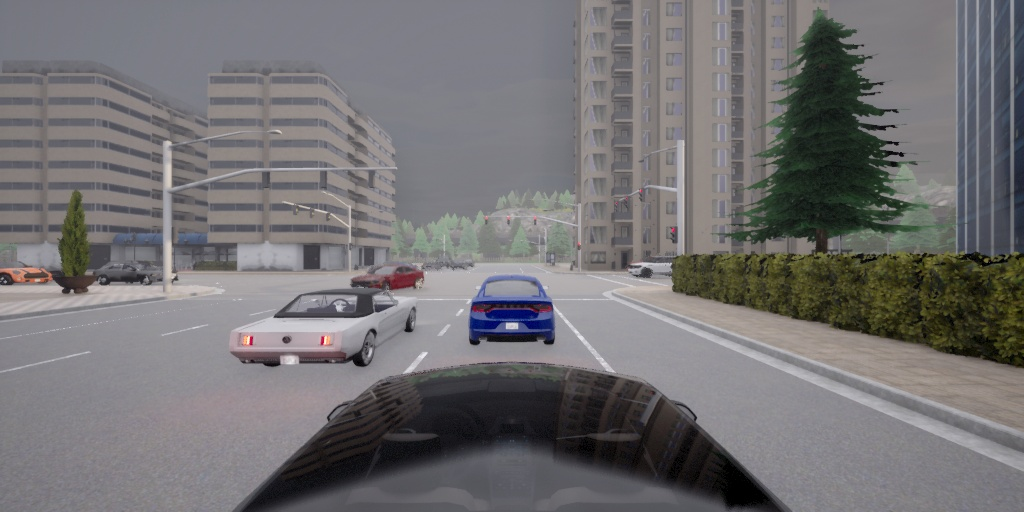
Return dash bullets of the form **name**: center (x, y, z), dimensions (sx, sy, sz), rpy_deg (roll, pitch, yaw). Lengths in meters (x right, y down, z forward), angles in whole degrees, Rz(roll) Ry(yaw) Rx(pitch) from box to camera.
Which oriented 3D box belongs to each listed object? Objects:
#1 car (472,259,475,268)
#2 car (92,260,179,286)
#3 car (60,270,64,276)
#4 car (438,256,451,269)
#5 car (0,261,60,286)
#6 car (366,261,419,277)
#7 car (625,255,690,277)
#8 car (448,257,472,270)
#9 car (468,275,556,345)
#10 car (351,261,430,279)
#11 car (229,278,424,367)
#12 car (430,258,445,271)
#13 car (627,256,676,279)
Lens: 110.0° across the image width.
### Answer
- **car**: center (-7.612, 1.228, 62.643), dimensions (1.882, 1.535, 5.008), rpy_deg (0, 0, 0)
- **car**: center (-25.948, 1.241, 24.810), dimensions (4.902, 1.511, 2.128), rpy_deg (0, 0, 1)
- **car**: center (-38.616, 1.351, 28.346), dimensions (4.718, 1.301, 1.895), rpy_deg (0, 0, 0)
- **car**: center (-11.095, 0.971, 58.766), dimensions (2.150, 2.045, 5.566), rpy_deg (0, 0, 0)
- **car**: center (-35.100, 1.102, 24.839), dimensions (4.553, 1.767, 2.097), rpy_deg (0, 0, 0)
- **car**: center (-11.742, 1.275, 35.519), dimensions (4.674, 1.442, 1.812), rpy_deg (0, 0, 0)
- **car**: center (14.354, 0.971, 35.522), dimensions (5.566, 2.045, 2.150), rpy_deg (0, 0, 1)
- **car**: center (-7.524, 1.297, 52.303), dimensions (2.033, 1.411, 5.357), rpy_deg (0, 0, 0)
- **car**: center (-0.005, 1.228, 9.539), dimensions (1.882, 1.535, 5.008), rpy_deg (0, 0, 0)
- **car**: center (-6.780, 1.228, 19.868), dimensions (1.882, 1.535, 5.008), rpy_deg (-1, 0, 16)
- **car**: center (-3.497, 1.351, 7.873), dimensions (1.895, 1.301, 4.718), rpy_deg (0, 0, 0)
- **car**: center (-11.011, 1.314, 49.409), dimensions (1.994, 1.385, 4.181), rpy_deg (0, 0, 0)
- **car**: center (13.336, 0.973, 31.992), dimensions (5.566, 2.045, 2.150), rpy_deg (0, 0, 0)
